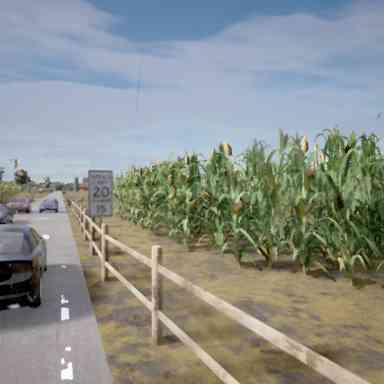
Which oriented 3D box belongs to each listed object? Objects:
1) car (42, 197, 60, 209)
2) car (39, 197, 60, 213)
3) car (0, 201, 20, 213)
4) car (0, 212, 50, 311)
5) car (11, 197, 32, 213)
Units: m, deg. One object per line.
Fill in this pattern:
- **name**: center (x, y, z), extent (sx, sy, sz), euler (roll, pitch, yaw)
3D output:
- **car**: center (-19.380, 1.495, 45.770), extent (2.128, 1.511, 4.902), euler (0, 0, -21)
- **car**: center (-15.726, 1.548, 36.605), extent (2.033, 1.411, 5.357), euler (0, 0, -21)
- **car**: center (-13.300, 1.557, 22.492), extent (2.033, 1.411, 5.357), euler (0, 0, -21)
- **car**: center (-4.382, 1.477, 7.563), extent (1.882, 1.535, 5.008), euler (0, 0, -21)
- **car**: center (-18.079, 1.362, 34.802), extent (2.097, 1.767, 4.553), euler (0, 0, -21)
